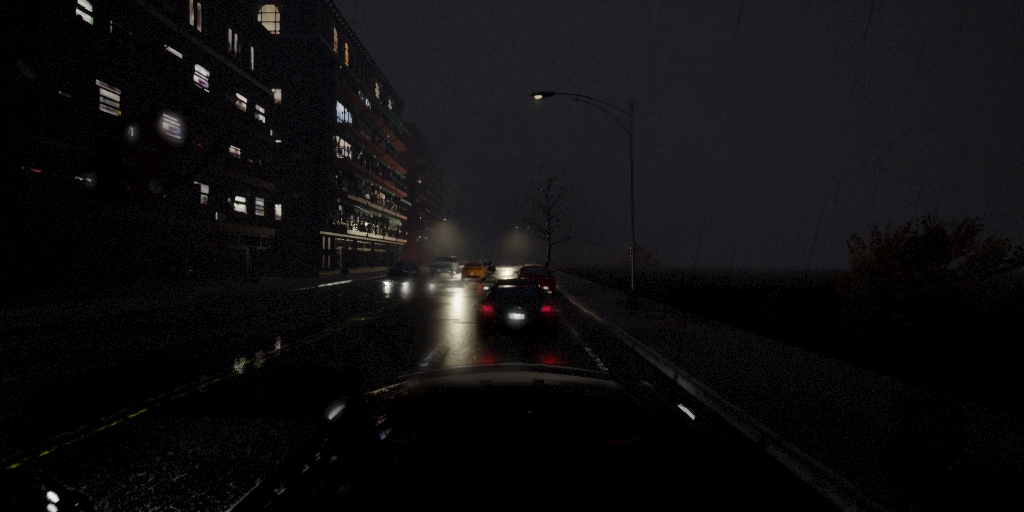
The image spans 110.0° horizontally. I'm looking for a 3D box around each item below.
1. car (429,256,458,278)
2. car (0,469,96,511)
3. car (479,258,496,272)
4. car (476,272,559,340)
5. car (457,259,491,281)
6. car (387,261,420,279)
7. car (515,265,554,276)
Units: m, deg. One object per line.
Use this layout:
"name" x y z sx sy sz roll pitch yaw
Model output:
"car" -6.551 0.973 35.098 2.150 2.045 5.566 0 0 0
"car" -3.157 1.313 0.118 1.994 1.385 4.181 0 0 0
"car" -3.086 1.315 44.403 1.994 1.385 4.181 0 0 0
"car" 0.114 1.315 9.976 1.994 1.385 4.181 0 0 0
"car" -3.105 1.230 30.370 1.882 1.535 5.008 0 0 0
"car" -9.804 1.229 32.684 1.882 1.535 5.008 0 0 0
"car" 1.163 1.230 18.896 1.882 1.535 5.008 0 0 0
